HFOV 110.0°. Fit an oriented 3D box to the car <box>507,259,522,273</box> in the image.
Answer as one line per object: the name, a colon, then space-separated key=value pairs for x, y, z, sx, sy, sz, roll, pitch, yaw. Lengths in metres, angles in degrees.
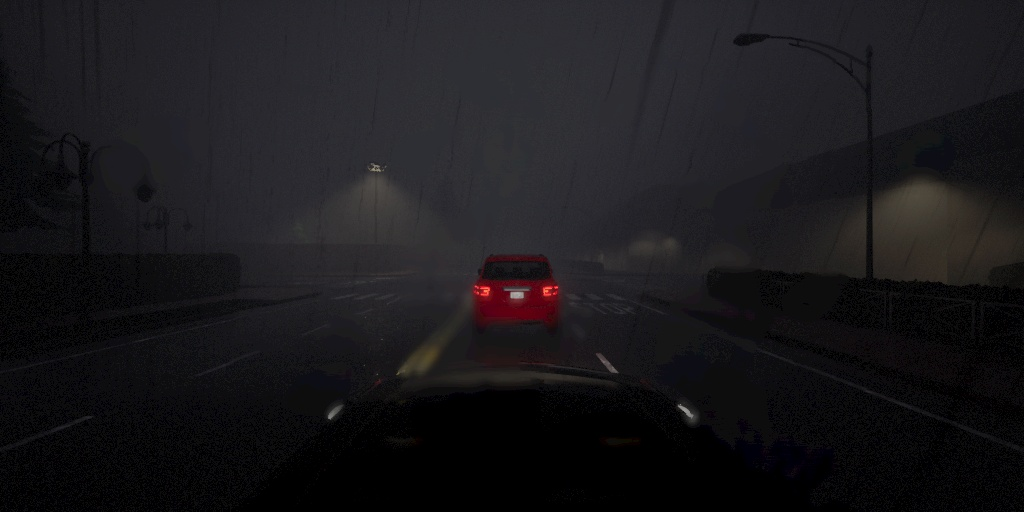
car: x=0.338 y=1.224 z=45.572 sx=1.882 sy=1.535 sz=5.008 roll=0 pitch=0 yaw=1

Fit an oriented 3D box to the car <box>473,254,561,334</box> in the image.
car: x=0.118 y=0.971 z=10.719 sx=2.150 sy=2.045 sz=5.566 roll=0 pitch=0 yaw=0
